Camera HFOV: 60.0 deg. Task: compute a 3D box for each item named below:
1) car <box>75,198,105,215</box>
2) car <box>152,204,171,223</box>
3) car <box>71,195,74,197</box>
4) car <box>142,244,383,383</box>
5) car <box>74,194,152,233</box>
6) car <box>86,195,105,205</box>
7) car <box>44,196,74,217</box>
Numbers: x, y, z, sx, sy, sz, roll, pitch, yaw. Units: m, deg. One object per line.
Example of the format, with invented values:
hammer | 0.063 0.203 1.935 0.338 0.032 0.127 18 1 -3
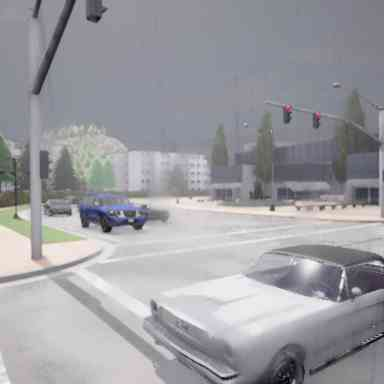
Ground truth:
car | -10.569 1.406 34.090 2.033 1.411 5.357 -1 0 -27
car | -3.464 1.468 23.557 1.895 1.301 4.718 -1 1 -36
car | -19.128 1.302 52.419 2.128 1.511 4.902 -1 0 -4
car | 1.703 1.551 4.963 4.718 1.301 1.895 -1 0 -35
car | -4.826 1.130 19.533 2.150 2.045 5.566 -1 1 -37
car | -15.785 1.280 54.631 1.837 1.490 4.892 -1 0 -1
car | -12.263 1.403 30.297 1.837 1.490 4.892 -1 2 -31
